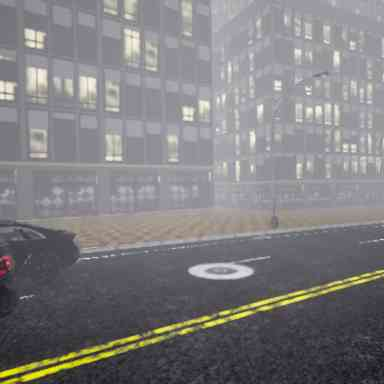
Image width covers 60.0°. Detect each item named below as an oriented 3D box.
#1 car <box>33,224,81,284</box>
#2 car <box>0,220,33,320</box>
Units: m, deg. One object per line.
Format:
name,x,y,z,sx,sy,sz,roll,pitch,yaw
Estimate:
car,-5.186,1.473,7.890,4.902,1.511,2.128,0,0,-35
car,-5.175,1.221,3.936,5.566,2.045,2.150,0,0,-36
